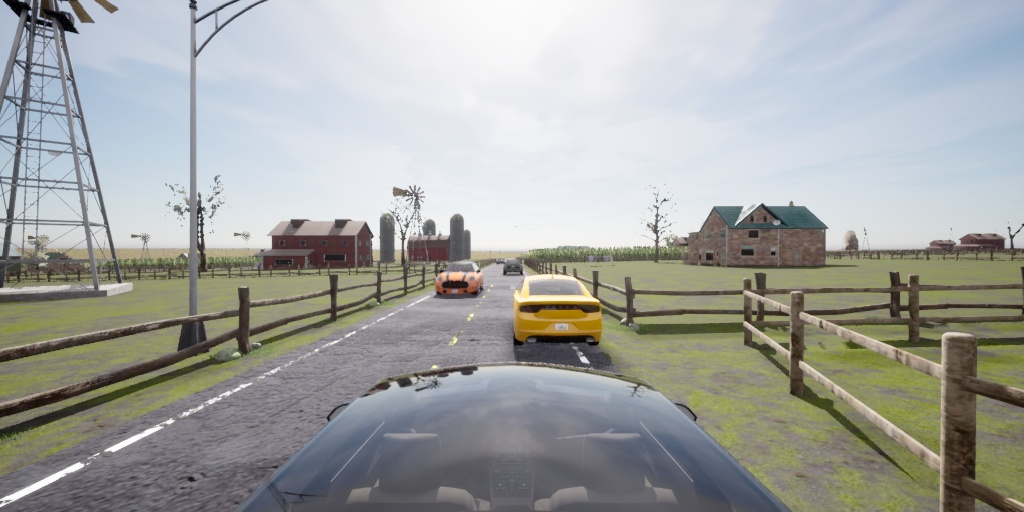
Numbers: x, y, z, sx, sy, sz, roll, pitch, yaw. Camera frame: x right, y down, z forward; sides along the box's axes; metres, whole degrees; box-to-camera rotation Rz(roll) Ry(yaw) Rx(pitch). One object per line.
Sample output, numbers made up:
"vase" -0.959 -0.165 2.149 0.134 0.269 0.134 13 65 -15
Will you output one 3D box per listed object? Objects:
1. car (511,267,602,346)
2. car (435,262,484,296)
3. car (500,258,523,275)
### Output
"car" 0.974 1.226 9.472 1.882 1.535 5.008 0 0 0
"car" -2.727 1.100 19.381 2.097 1.767 4.553 0 0 0
"car" 0.128 1.108 39.337 2.097 1.767 4.553 0 0 0
